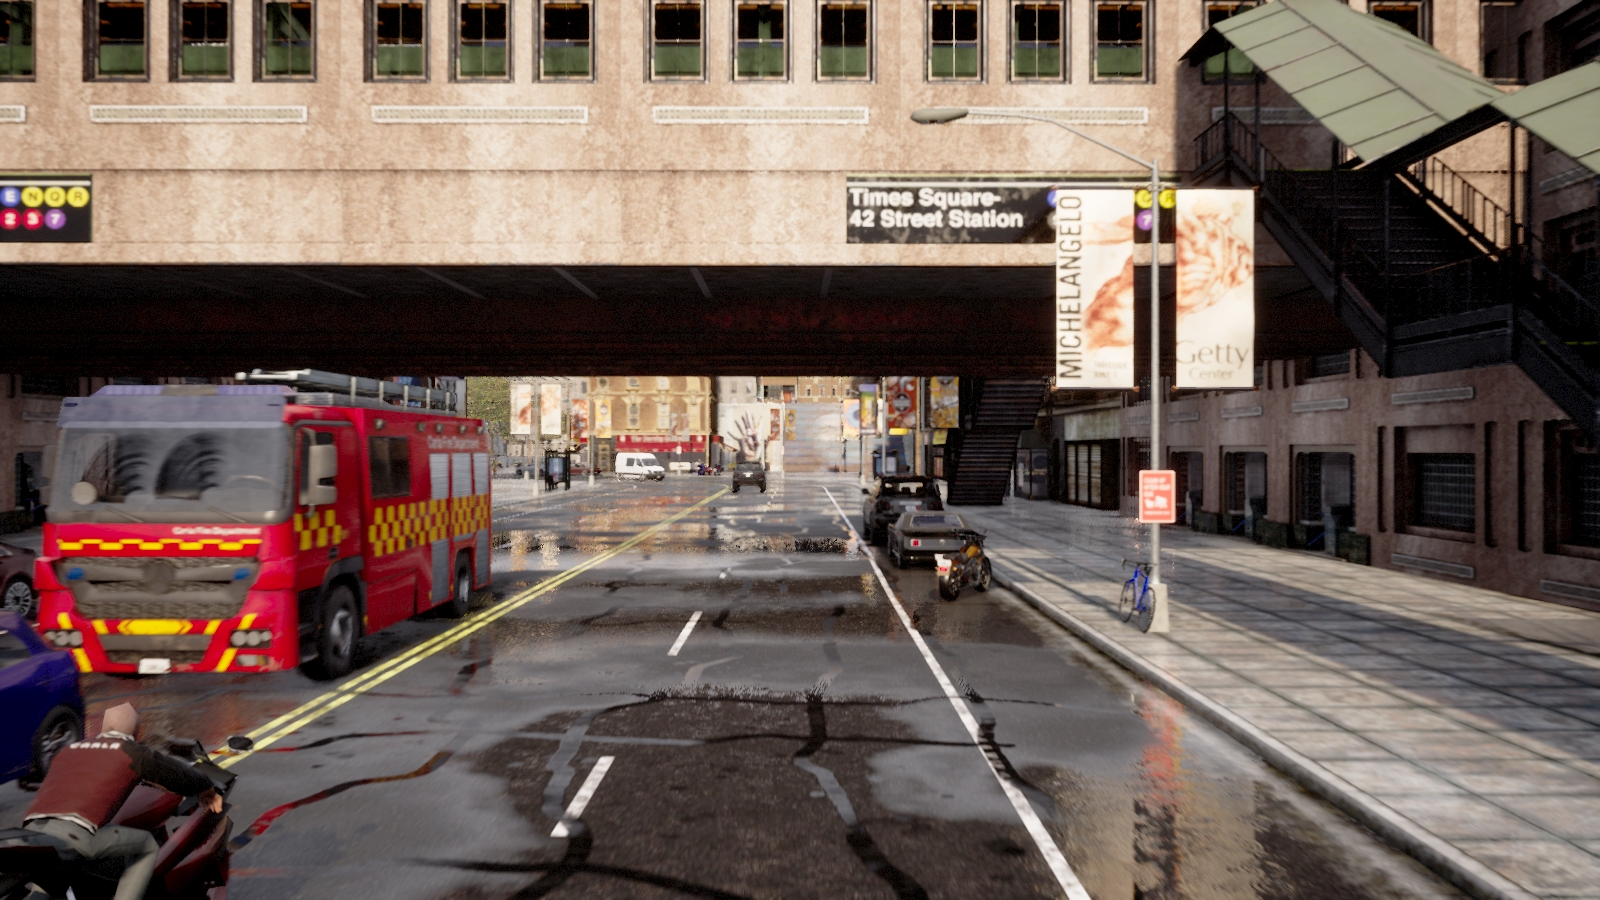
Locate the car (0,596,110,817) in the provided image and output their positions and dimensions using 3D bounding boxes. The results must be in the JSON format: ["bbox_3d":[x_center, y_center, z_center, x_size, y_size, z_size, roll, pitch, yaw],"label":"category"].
[{"bbox_3d":[-6.998,2.038,8.244,1.845,1.501,3.633,0,0,0],"label":"car"}]

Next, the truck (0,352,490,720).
[{"bbox_3d":[-6.984,0.890,16.123,2.891,3.827,8.468,0,0,0],"label":"truck"}]

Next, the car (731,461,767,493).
[{"bbox_3d":[-3.404,1.779,77.411,2.150,2.045,5.566,0,0,0],"label":"car"}]

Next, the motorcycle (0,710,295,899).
[{"bbox_3d":[-3.502,2.205,5.839,0.867,1.251,2.209,0,0,0],"label":"motorcycle"}]
